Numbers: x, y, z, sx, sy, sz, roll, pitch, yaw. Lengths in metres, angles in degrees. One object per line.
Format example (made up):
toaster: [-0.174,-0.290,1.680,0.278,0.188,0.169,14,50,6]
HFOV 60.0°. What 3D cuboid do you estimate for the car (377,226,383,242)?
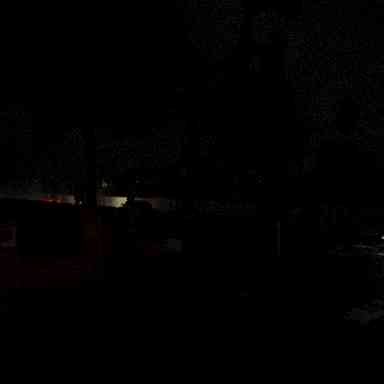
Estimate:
car: [9.937,1.533,13.218,4.674,1.442,1.812,0,0,0]

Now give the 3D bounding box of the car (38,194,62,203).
car: [-19.764,1.251,46.152,2.150,2.045,5.566,0,0,-36]

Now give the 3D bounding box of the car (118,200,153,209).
car: [-5.379,1.534,31.157,1.837,1.490,4.892,0,0,-36]
